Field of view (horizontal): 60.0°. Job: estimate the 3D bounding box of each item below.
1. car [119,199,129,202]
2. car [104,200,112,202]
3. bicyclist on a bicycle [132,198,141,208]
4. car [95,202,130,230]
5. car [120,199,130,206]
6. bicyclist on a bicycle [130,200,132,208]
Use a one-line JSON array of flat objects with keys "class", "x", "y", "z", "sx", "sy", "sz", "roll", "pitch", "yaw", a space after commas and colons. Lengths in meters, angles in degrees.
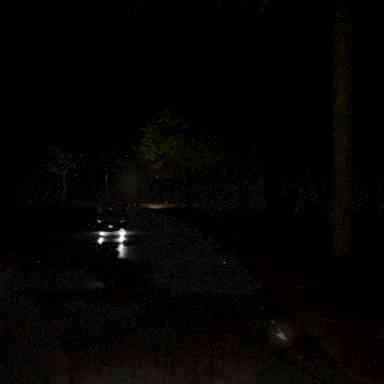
[{"class": "car", "x": -13.601, "y": 2.255, "z": 66.047, "sx": 1.994, "sy": 1.385, "sz": 4.181, "roll": 0, "pitch": -1, "yaw": -12}, {"class": "car", "x": -15.831, "y": 2.193, "z": 62.552, "sx": 2.033, "sy": 1.411, "sz": 5.357, "roll": 0, "pitch": -1, "yaw": -15}, {"class": "bicyclist on a bicycle", "x": -7.849, "y": 1.718, "z": 48.817, "sx": 0.866, "sy": 1.612, "sz": 1.509, "roll": 1, "pitch": -1, "yaw": -16}, {"class": "car", "x": -5.070, "y": 1.591, "z": 21.611, "sx": 2.033, "sy": 1.411, "sz": 5.357, "roll": 0, "pitch": 0, "yaw": -9}, {"class": "car", "x": -15.507, "y": 2.384, "z": 76.999, "sx": 1.837, "sy": 1.490, "sz": 4.892, "roll": 0, "pitch": -1, "yaw": -6}, {"class": "bicyclist on a bicycle", "x": -10.368, "y": 1.903, "z": 57.492, "sx": 0.866, "sy": 1.612, "sz": 1.509, "roll": 2, "pitch": -2, "yaw": -16}]
